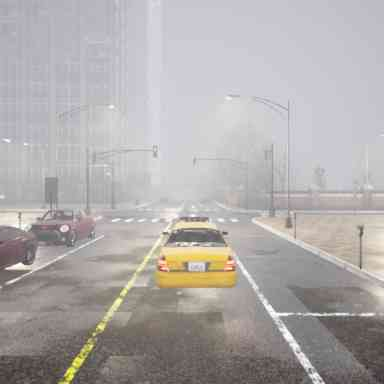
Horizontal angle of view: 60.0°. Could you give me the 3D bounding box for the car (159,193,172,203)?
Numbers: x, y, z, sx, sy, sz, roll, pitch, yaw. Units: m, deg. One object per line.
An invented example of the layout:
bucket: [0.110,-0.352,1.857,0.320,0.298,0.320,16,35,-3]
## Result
car: [-5.903,1.485,69.190,1.947,1.339,4.313,0,0,0]

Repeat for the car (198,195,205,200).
car: [2.602,1.411,91.496,1.887,1.381,4.507,0,0,0]

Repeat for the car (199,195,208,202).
car: [2.618,1.454,74.814,1.887,1.381,4.507,0,0,0]

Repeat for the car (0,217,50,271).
car: [-5.700,1.579,8.975,1.802,1.307,4.206,0,0,0]

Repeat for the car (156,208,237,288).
car: [0.090,1.454,9.176,1.801,1.575,5.366,0,0,0]

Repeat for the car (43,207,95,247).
car: [-5.705,1.433,14.667,1.967,1.590,4.097,0,0,0]

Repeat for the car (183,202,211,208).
car: [0.097,1.535,19.439,2.033,1.411,5.357,0,0,0]

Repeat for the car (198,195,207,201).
car: [2.613,1.448,80.375,2.008,1.369,4.403,0,0,0]

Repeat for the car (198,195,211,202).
car: [2.689,1.492,63.700,1.947,1.339,4.313,0,0,0]

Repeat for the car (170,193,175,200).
car: [-5.918,1.323,85.874,1.967,1.590,4.097,0,0,0]

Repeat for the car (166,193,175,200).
car: [-5.923,1.181,91.432,2.192,1.841,5.009,0,0,0]
